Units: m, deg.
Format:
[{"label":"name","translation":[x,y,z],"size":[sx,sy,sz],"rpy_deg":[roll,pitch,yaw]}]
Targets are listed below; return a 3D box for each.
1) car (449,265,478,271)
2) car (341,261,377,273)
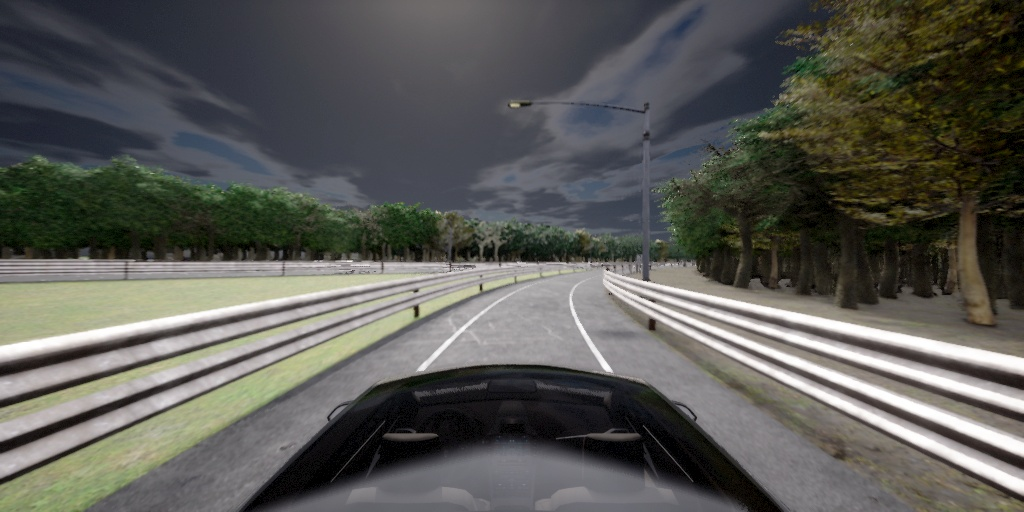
[{"label":"car","translation":[-7.958,1.660,59.040],"size":[2.033,1.411,5.357],"rpy_deg":[0,-1,40]},{"label":"car","translation":[-19.360,1.366,45.609],"size":[1.812,1.442,4.674],"rpy_deg":[0,-1,40]}]
